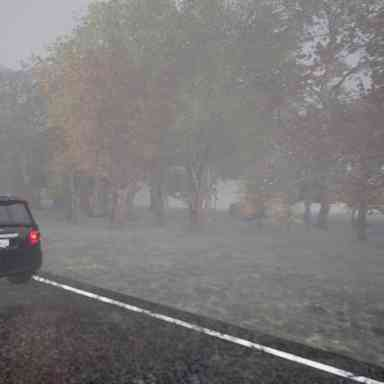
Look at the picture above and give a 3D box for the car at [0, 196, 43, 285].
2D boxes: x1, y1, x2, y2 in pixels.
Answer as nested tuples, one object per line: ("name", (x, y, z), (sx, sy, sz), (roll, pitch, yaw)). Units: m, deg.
("car", (-5.847, 1.100, 8.083), (5.566, 2.045, 2.150), (0, -2, 37))
